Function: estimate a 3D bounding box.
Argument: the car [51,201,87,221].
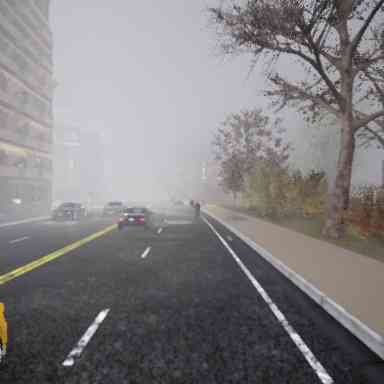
[{"bbox_3d":[-10.463,1.589,28.578,1.837,1.490,4.892,0,0,-2],"label":"car"}]

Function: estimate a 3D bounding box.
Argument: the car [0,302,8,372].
[{"bbox_3d":[-3.169,1.488,2.064,1.882,1.535,5.008,0,0,0],"label":"car"}]

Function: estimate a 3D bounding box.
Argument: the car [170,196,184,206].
[{"bbox_3d":[-2.447,1.679,58.360,2.033,1.411,5.357,0,0,-4],"label":"car"}]

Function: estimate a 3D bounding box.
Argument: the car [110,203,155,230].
[{"bbox_3d":[-3.497,1.603,21.356,2.033,1.411,5.357,0,0,-2],"label":"car"}]

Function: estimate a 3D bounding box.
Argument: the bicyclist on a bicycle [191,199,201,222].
[{"bbox_3d":[0.425,1.510,24.941,0.582,1.620,1.656,0,0,-2],"label":"bicyclist on a bicycle"}]

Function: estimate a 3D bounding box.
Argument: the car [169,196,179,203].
[{"bbox_3d":[-4.039,1.640,74.597,1.882,1.535,5.008,0,0,-6],"label":"car"}]

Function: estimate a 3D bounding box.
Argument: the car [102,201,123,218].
[{"bbox_3d":[-7.365,1.612,32.005,1.812,1.442,4.674,0,0,-3],"label":"car"}]

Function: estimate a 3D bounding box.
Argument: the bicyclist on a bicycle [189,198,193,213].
[{"bbox_3d":[-0.007,1.450,34.877,0.659,1.776,1.843,0,0,-3],"label":"bicyclist on a bicycle"}]
